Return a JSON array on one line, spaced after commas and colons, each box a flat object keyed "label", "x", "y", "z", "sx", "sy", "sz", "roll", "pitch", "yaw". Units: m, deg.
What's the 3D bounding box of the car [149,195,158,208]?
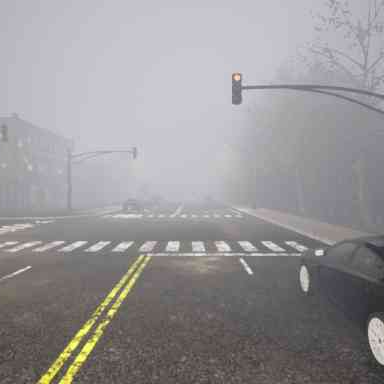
[{"label": "car", "x": -6.564, "y": 1.476, "z": 47.060, "sx": 2.128, "sy": 1.511, "sz": 4.902, "roll": 0, "pitch": 0, "yaw": 0}]

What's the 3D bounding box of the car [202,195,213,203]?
[{"label": "car", "x": 3.389, "y": 1.480, "z": 68.974, "sx": 1.837, "sy": 1.490, "sz": 4.892, "roll": 0, "pitch": 0, "yaw": 0}]

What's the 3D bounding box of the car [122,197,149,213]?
[{"label": "car", "x": -6.572, "y": 1.481, "z": 37.499, "sx": 2.128, "sy": 1.511, "sz": 4.902, "roll": 0, "pitch": 0, "yaw": 0}]

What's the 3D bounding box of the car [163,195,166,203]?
[{"label": "car", "x": -6.491, "y": 1.328, "z": 66.713, "sx": 2.097, "sy": 1.767, "sz": 4.553, "roll": 0, "pitch": 0, "yaw": 1}]

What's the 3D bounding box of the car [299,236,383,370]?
[{"label": "car", "x": 3.345, "y": 1.477, "z": 5.649, "sx": 1.882, "sy": 1.535, "sz": 5.008, "roll": 0, "pitch": 0, "yaw": 1}]

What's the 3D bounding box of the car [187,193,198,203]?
[{"label": "car", "x": 0.136, "y": 1.197, "z": 68.642, "sx": 2.150, "sy": 2.045, "sz": 5.566, "roll": 0, "pitch": 0, "yaw": 0}]

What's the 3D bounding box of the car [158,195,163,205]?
[{"label": "car", "x": -6.553, "y": 1.458, "z": 56.634, "sx": 1.882, "sy": 1.535, "sz": 5.008, "roll": 0, "pitch": 0, "yaw": 0}]

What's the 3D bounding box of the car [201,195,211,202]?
[{"label": "car", "x": 3.293, "y": 1.494, "z": 79.164, "sx": 2.128, "sy": 1.511, "sz": 4.902, "roll": 0, "pitch": 0, "yaw": 0}]

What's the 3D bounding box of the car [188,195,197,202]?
[{"label": "car", "x": 0.043, "y": 1.509, "z": 79.285, "sx": 2.033, "sy": 1.411, "sz": 5.357, "roll": 0, "pitch": 0, "yaw": 0}]
